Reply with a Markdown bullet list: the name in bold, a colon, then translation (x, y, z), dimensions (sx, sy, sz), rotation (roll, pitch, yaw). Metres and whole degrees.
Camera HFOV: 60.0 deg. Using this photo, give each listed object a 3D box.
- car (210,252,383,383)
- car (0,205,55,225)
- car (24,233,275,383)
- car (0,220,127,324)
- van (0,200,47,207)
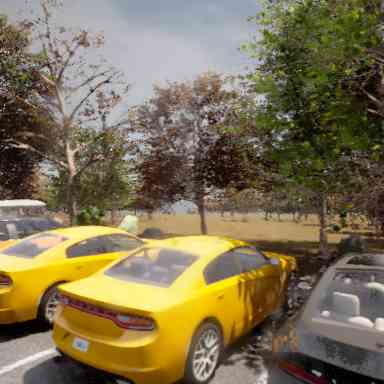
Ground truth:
- **car**: translation (2.489, 1.482, 3.979), dimensions (2.231, 1.521, 4.892), rotation (0, 0, 35)
- **car**: translation (-4.292, 1.372, 8.785), dimensions (2.185, 1.767, 4.553), rotation (0, 0, 36)
- **car**: translation (0.235, 1.486, 5.589), dimensions (2.097, 1.535, 5.008), rotation (0, 0, 35)
- **car**: translation (-2.123, 1.492, 7.270), dimensions (2.097, 1.535, 5.008), rotation (0, 0, 36)
- **van**: translation (-6.461, 1.277, 10.515), dimensions (1.878, 1.987, 4.442), rotation (0, 0, 36)
